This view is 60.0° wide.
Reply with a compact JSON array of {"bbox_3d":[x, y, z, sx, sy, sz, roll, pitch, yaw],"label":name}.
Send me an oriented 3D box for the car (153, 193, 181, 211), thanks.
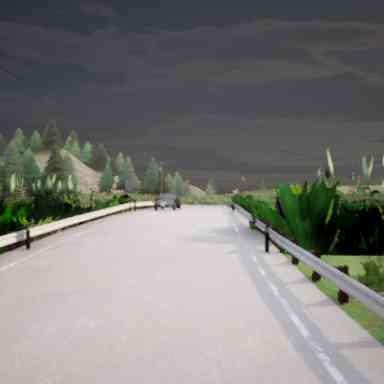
[{"bbox_3d":[-2.102,0.860,29.418,2.128,1.511,4.902,0,-1,6],"label":"car"}]
